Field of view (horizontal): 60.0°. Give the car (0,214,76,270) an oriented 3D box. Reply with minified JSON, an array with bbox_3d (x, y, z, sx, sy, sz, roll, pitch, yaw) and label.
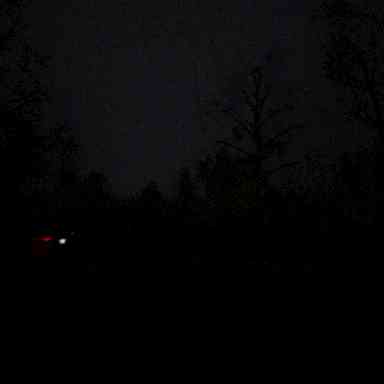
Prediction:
[{"bbox_3d":[-5.727,1.383,10.059,4.181,1.385,1.994,1,1,10],"label":"car"}]
